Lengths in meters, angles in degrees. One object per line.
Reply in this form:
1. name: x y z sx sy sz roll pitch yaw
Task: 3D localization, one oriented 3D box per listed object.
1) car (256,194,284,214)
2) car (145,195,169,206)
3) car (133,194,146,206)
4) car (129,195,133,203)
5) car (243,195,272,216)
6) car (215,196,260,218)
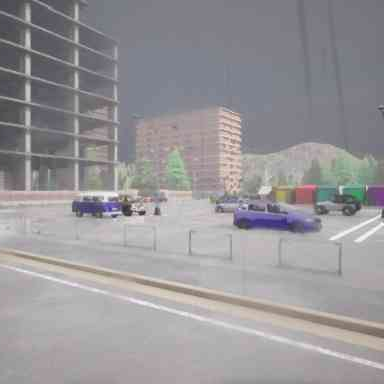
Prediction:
1. car: 7.371 1.152 36.825 4.605 1.855 1.932 0 0 36
2. car: -6.593 1.504 66.911 1.812 1.442 4.674 0 0 35
3. car: -9.432 1.349 68.958 2.097 1.767 4.553 0 0 35
4. car: -14.091 1.285 88.647 1.851 1.617 3.988 0 0 36
5. car: 5.846 1.362 34.617 3.905 1.438 1.784 0 0 36
6. car: 4.156 1.394 32.266 3.806 1.475 1.970 0 0 36
